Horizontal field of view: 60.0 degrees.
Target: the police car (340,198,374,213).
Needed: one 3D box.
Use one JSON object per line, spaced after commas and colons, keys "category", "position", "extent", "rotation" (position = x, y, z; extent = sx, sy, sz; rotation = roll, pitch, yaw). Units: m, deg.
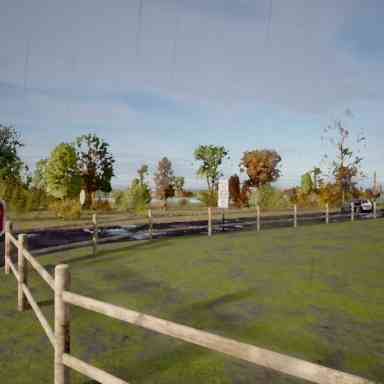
{"category": "police car", "position": [18.448, 1.511, 37.090], "extent": [4.974, 1.542, 2.038], "rotation": [0, 0, -37]}
